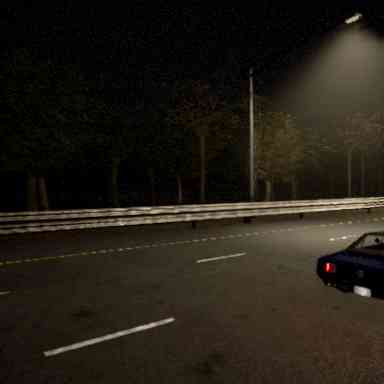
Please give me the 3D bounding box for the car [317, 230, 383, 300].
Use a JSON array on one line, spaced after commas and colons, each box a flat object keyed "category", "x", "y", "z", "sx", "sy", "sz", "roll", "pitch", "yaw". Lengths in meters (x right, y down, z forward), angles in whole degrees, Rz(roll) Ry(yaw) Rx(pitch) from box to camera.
[{"category": "car", "x": 4.946, "y": 1.517, "z": 7.401, "sx": 4.718, "sy": 1.301, "sz": 1.895, "roll": -1, "pitch": 0, "yaw": -35}]
